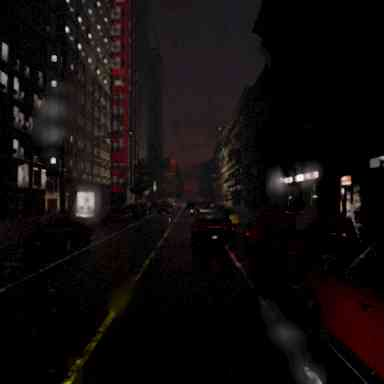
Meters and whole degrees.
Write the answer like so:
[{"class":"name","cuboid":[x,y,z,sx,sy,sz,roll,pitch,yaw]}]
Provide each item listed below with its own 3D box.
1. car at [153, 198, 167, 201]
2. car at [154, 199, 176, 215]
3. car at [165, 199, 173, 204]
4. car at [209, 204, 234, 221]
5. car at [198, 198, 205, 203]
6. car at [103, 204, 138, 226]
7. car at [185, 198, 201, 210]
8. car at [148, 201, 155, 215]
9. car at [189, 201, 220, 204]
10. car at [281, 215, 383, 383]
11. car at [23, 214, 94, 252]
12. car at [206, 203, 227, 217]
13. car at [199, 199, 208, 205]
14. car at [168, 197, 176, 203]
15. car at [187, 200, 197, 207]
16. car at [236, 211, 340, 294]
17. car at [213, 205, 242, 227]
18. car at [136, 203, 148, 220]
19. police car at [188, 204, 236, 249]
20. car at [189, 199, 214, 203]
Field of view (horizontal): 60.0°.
[{"class":"car","cuboid":[-5.692,1.972,54.236,1.967,1.590,4.097,1,-1,0]},{"class":"car","cuboid":[-3.108,1.941,39.600,2.033,1.411,5.357,0,-1,0]},{"class":"car","cuboid":[-5.701,2.371,82.515,1.802,1.307,4.206,1,-1,0]},{"class":"car","cuboid":[2.692,1.884,31.575,1.947,1.339,4.313,1,-1,0]},{"class":"car","cuboid":[2.677,2.470,93.796,1.802,1.307,4.206,1,0,0]},{"class":"car","cuboid":[-5.688,1.845,25.950,1.802,1.307,4.206,1,-1,0]},{"class":"car","cuboid":[-0.013,1.989,52.108,1.882,1.535,5.008,0,-1,0]},{"class":"car","cuboid":[-5.690,1.938,37.263,1.947,1.339,4.313,1,-1,0]},{"class":"car","cuboid":[0.893,1.716,25.707,1.801,1.575,5.366,0,-1,0]},{"class":"car","cuboid":[2.702,1.351,3.295,2.192,1.841,5.009,1,-1,0]},{"class":"car","cuboid":[-5.684,1.695,14.637,1.887,1.381,4.507,1,-1,0]},{"class":"car","cuboid":[2.691,1.923,37.232,2.008,1.369,4.403,1,-1,0]},{"class":"car","cuboid":[2.680,2.321,76.826,1.802,1.307,4.206,1,-1,0]},{"class":"car","cuboid":[-5.701,2.328,93.831,1.967,1.590,4.097,1,0,0]},{"class":"car","cuboid":[-0.017,2.269,67.138,1.895,1.301,4.718,0,-1,0]},{"class":"car","cuboid":[2.700,1.408,8.952,2.192,1.841,5.009,1,-1,0]},{"class":"car","cuboid":[2.694,1.790,26.089,1.752,1.417,4.829,1,-1,0]},{"class":"car","cuboid":[-5.688,1.863,31.607,1.887,1.381,4.507,1,-1,0]},{"class":"police car","cuboid":[0.896,1.586,15.627,1.930,1.638,5.238,0,-1,0]},{"class":"car","cuboid":[0.808,1.775,31.705,1.801,1.575,5.366,0,-1,0]}]
